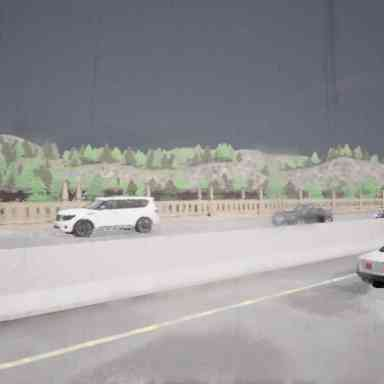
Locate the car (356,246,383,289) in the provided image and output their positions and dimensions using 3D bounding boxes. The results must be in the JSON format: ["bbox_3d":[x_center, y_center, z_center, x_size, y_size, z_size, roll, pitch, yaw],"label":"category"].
[{"bbox_3d":[6.060,1.655,8.071,4.718,1.301,1.895,0,0,-36],"label":"car"}]

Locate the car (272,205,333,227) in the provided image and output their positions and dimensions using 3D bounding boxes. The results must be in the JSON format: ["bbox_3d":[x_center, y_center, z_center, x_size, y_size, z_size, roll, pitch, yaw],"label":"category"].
[{"bbox_3d":[7.417,1.597,22.162,4.902,1.511,2.128,0,0,-35],"label":"car"}]

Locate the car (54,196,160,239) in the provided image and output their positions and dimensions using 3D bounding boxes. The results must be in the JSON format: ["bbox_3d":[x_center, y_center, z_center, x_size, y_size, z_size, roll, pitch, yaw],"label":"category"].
[{"bbox_3d":[-4.440,1.258,18.017,5.566,2.045,2.150,0,0,-35],"label":"car"}]

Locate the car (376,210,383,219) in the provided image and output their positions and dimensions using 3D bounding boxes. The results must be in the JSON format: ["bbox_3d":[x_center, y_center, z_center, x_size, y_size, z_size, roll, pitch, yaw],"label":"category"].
[{"bbox_3d":[14.719,1.495,23.063,4.553,1.767,2.097,0,0,-35],"label":"car"}]
